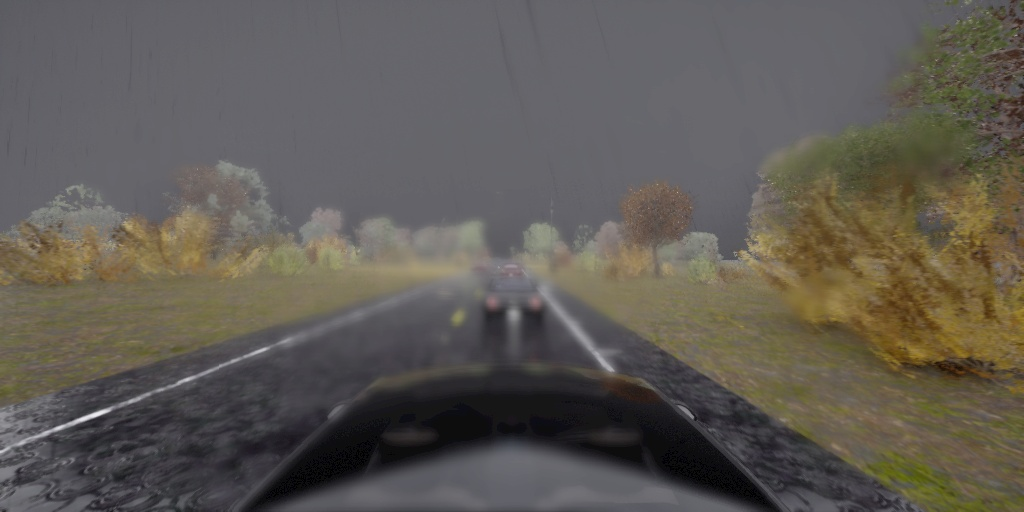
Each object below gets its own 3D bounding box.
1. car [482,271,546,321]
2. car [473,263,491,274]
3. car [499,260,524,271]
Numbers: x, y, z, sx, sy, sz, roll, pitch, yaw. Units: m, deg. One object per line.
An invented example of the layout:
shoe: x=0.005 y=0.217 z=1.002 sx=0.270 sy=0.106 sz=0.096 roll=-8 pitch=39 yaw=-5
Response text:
car: x=0.074 y=1.378 z=12.524 sx=1.895 sy=1.301 sz=4.718 roll=0 pitch=0 yaw=0
car: x=-3.617 y=1.465 z=43.020 sx=1.895 sy=1.301 sz=4.718 roll=0 pitch=0 yaw=0
car: x=0.070 y=1.351 z=30.205 sx=1.812 sy=1.442 sz=4.674 roll=0 pitch=0 yaw=0
